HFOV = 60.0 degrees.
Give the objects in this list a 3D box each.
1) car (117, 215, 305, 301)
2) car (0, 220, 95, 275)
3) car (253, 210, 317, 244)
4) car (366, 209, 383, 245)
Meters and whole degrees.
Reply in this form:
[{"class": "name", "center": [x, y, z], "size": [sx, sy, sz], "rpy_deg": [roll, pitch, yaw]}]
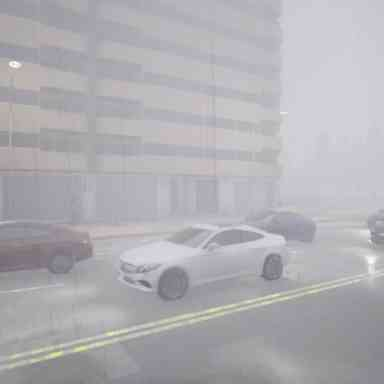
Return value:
[{"class": "car", "center": [0.472, 1.520, 8.376], "size": [4.674, 1.442, 1.812], "rpy_deg": [0, 0, -32]}, {"class": "car", "center": [-5.101, 1.523, 9.118], "size": [4.674, 1.442, 1.812], "rpy_deg": [0, 0, -29]}, {"class": "car", "center": [3.436, 1.515, 14.392], "size": [4.674, 1.442, 1.812], "rpy_deg": [0, 0, -33]}, {"class": "car", "center": [9.562, 1.492, 14.114], "size": [4.892, 1.490, 1.837], "rpy_deg": [0, 0, -32]}]
